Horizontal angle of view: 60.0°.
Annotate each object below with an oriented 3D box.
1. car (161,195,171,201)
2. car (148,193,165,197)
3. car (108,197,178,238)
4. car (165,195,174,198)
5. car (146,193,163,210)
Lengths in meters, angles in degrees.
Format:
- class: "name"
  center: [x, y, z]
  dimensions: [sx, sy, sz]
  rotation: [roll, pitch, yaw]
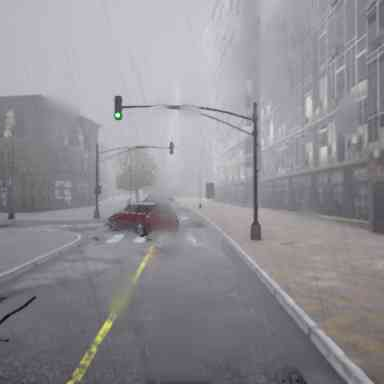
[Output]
- class: "car"
  center: [-5.978, 1.319, 75.823]
  dimensions: [1.895, 1.301, 4.718]
  rotation: [0, 0, -9]
- class: "car"
  center: [-4.149, 1.307, 34.112]
  dimensions: [2.097, 1.767, 4.553]
  rotation: [0, 0, -4]
- class: "car"
  center: [-2.736, 1.330, 18.060]
  dimensions: [2.097, 1.767, 4.553]
  rotation: [-1, 0, -39]
- class: "car"
  center: [-4.479, 1.387, 65.488]
  dimensions: [1.882, 1.535, 5.008]
  rotation: [0, 0, -8]
- class: "car"
  center: [-4.970, 1.161, 44.427]
  dimensions: [2.150, 2.045, 5.566]
  rotation: [0, 0, -5]
